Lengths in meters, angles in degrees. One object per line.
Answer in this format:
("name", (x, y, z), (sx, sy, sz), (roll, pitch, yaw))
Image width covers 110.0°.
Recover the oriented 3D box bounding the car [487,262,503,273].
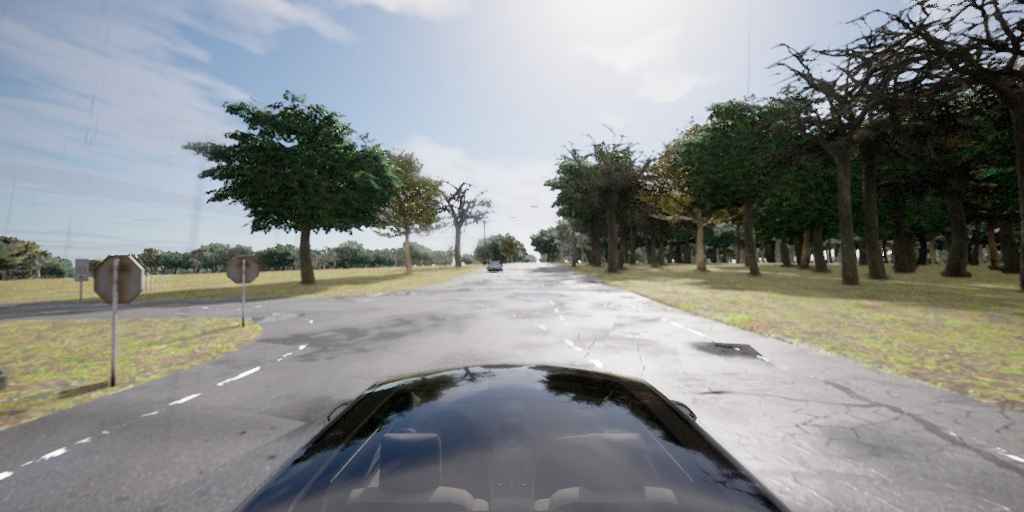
("car", (-2.228, 1.494, 47.849), (1.994, 1.385, 4.181), (-1, 0, 2))
